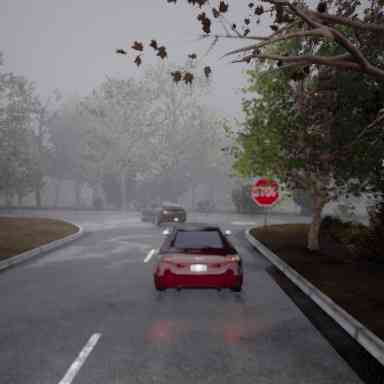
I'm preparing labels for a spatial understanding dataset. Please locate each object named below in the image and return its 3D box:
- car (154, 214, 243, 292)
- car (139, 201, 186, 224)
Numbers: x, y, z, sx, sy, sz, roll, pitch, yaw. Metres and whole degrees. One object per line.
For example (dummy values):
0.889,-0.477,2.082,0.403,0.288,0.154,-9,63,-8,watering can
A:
0.138,1.514,8.856,1.994,1.385,4.181,0,1,0,car
-2.058,1.343,22.301,1.837,1.490,4.892,2,1,-27,car
